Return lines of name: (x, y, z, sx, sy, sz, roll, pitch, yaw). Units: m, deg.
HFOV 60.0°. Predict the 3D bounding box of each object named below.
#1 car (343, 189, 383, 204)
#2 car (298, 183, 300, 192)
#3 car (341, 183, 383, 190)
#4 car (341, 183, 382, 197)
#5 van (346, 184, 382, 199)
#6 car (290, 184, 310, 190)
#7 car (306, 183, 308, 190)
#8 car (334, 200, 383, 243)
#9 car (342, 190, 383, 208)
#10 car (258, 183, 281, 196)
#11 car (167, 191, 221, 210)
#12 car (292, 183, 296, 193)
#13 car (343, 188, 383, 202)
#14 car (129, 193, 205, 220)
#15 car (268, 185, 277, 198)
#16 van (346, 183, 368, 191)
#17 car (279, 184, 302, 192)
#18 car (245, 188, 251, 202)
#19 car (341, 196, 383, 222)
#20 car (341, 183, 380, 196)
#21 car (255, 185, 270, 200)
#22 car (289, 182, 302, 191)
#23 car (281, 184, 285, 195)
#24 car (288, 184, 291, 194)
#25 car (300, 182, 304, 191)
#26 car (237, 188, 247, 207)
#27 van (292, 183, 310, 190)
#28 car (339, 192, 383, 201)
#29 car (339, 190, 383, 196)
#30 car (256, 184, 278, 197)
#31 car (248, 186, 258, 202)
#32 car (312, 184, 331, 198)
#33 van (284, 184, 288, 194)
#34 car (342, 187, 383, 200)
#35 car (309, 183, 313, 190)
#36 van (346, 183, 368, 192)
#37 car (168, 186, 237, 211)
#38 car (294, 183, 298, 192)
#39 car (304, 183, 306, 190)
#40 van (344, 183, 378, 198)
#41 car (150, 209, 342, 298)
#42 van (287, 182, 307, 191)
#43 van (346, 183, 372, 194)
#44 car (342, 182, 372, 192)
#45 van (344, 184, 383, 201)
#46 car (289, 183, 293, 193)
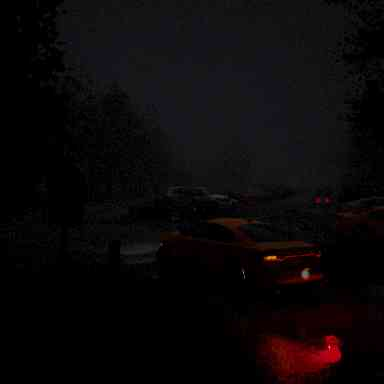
car: (19.337, 0.428, 36.742, 4.792, 1.488, 2.163, 1, 3, 25)
car: (17.912, -0.568, 64.825, 4.892, 1.521, 2.231, 1, 2, 25)
car: (15.791, 0.466, 29.084, 5.566, 2.045, 2.435, 1, 3, 25)
car: (26.214, -0.370, 51.708, 5.566, 2.045, 2.435, 1, 2, 25)
van: (24.017, -0.176, 46.624, 4.442, 1.987, 1.878, 1, 2, 25)
car: (28.422, -1.260, 87.454, 4.792, 1.488, 2.163, 1, 2, 25)
car: (23.735, -0.986, 77.419, 5.008, 1.535, 2.097, 1, 2, 25)
car: (8.829, 1.355, 14.152, 5.008, 1.535, 2.097, 1, 3, 25)
car: (16.904, 0.638, 31.630, 4.792, 1.488, 2.163, 1, 3, 25)
car: (9.769, -0.107, 47.189, 4.553, 1.767, 2.185, 1, 2, 25)
car: (-0.751, 0.947, 24.558, 5.008, 1.535, 2.097, 1, 3, 25)
car: (15.547, -0.373, 59.806, 4.792, 1.488, 2.163, 1, 2, 25)
car: (20.446, 0.337, 39.135, 4.792, 1.488, 2.163, 1, 2, 25)
car: (-1.949, 1.084, 22.057, 4.792, 1.488, 2.163, 1, 3, 25)
car: (7.578, 0.203, 42.098, 5.366, 1.575, 1.946, 1, 2, 25)
van: (37.987, -1.175, 76.772, 4.442, 1.987, 1.878, 1, 2, 25)
car: (21.378, -0.945, 72.390, 4.553, 1.767, 2.185, 1, 2, 25)
car: (2.750, 0.626, 32.109, 4.892, 1.521, 2.231, 1, 3, 25)
car: (12.271, 1.078, 21.575, 4.674, 1.452, 2.002, 1, 3, 25)
car: (27.378, -0.453, 54.220, 5.566, 2.045, 2.435, 1, 2, 25)
car: (6.126, 0.294, 39.849, 5.366, 1.575, 1.946, 1, 3, 25)
car: (19.067, -0.651, 67.349, 4.892, 1.521, 2.231, 1, 2, 25)
car: (10.933, -0.038, 49.710, 4.792, 1.488, 2.163, 1, 2, 25)
car: (13.213, -0.206, 54.770, 4.792, 1.488, 2.163, 1, 2, 25)
car: (20.071, -0.741, 69.941, 5.366, 1.575, 1.946, 1, 2, 25)
car: (1.745, 0.732, 29.516, 5.366, 1.575, 1.946, 1, 3, 25)
van: (29.461, -1.556, 90.035, 4.442, 1.987, 1.878, 1, 1, 25)
car: (10.026, 1.123, 16.645, 4.553, 1.767, 2.185, 1, 3, 25)
car: (13.270, 0.925, 24.162, 5.366, 1.575, 1.946, 1, 3, 25)
car: (8.567, 0.108, 44.688, 4.892, 1.521, 2.231, 1, 3, 25)
car: (3.742, 0.511, 34.706, 5.366, 1.575, 1.946, 1, 3, 25)
car: (18.671, 0.040, 47.120, 2.128, 1.511, 4.902, 1, 2, 25)
van: (12.179, -0.376, 52.183, 4.442, 1.987, 1.878, 1, 2, 25)
car: (22.752, 0.132, 44.166, 5.008, 1.535, 2.097, 1, 2, 25)
car: (27.266, -1.487, 84.950, 5.566, 2.045, 2.435, 1, 2, 25)
van: (36.876, -1.095, 74.373, 4.442, 1.987, 1.878, 1, 2, 25)
car: (0.436, 0.589, 27.055, 5.566, 2.045, 2.435, 1, 3, 25)
car: (16.571, -0.491, 62.388, 5.366, 1.575, 1.946, 1, 2, 25)
car: (22.545, -1.028, 74.908, 4.553, 1.767, 2.185, 1, 2, 25)
van: (24.970, -0.262, 49.234, 4.442, 1.987, 1.878, 1, 2, 25)
car: (0.887, 1.401, 8.438, 1.882, 1.535, 5.008, 2, -1, -31)
van: (25.968, -1.380, 82.494, 4.442, 1.987, 1.878, 1, 2, 25)
van: (32.219, -0.762, 64.324, 4.442, 1.987, 1.878, 1, 2, 25)
car: (35.580, -1.039, 71.920, 5.566, 2.045, 2.435, 1, 2, 25)
van: (21.478, -0.009, 41.679, 4.442, 1.987, 1.878, 1, 2, 24)
car: (14.380, -0.289, 57.288, 4.792, 1.488, 2.163, 1, 2, 25)
